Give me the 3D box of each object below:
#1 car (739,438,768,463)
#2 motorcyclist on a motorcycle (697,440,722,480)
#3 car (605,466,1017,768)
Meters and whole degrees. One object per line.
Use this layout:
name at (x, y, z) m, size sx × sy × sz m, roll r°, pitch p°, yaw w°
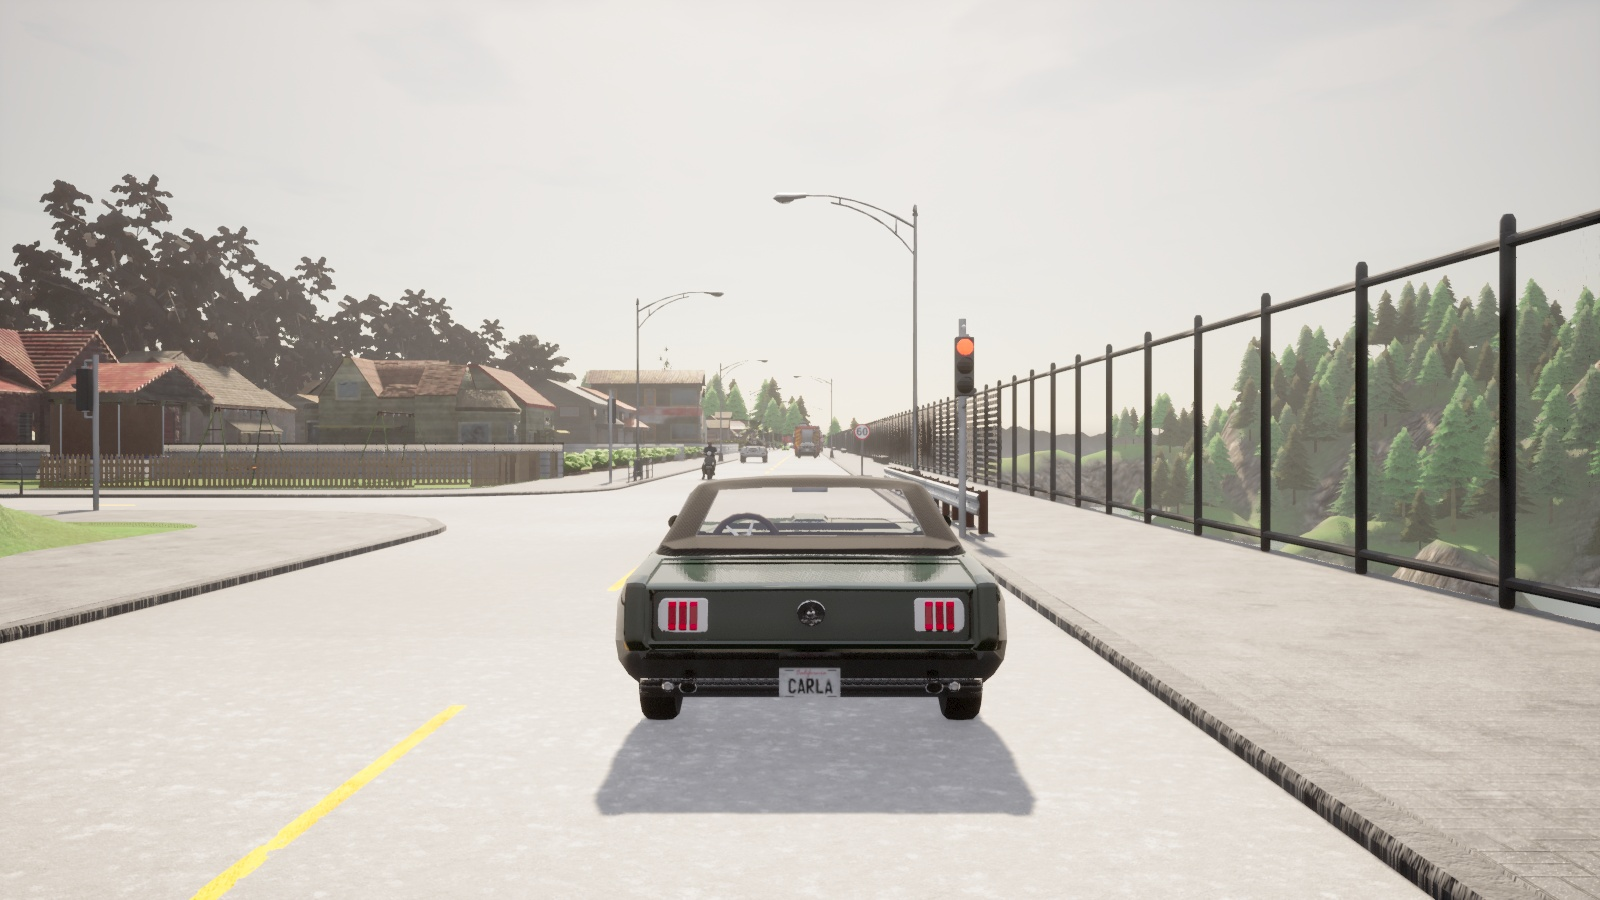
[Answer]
car at (-3.446, 0.029, 94.093) m, size 1.932 × 1.855 × 4.605 m, roll 0°, pitch 0°, yaw 0°
motorcyclist on a motorcycle at (-3.688, 0.407, 51.439) m, size 0.866 × 1.590 × 1.817 m, roll 0°, pitch 0°, yaw 0°
car at (0.062, 0.801, 8.138) m, size 1.895 × 1.301 × 4.718 m, roll 0°, pitch 0°, yaw 0°
